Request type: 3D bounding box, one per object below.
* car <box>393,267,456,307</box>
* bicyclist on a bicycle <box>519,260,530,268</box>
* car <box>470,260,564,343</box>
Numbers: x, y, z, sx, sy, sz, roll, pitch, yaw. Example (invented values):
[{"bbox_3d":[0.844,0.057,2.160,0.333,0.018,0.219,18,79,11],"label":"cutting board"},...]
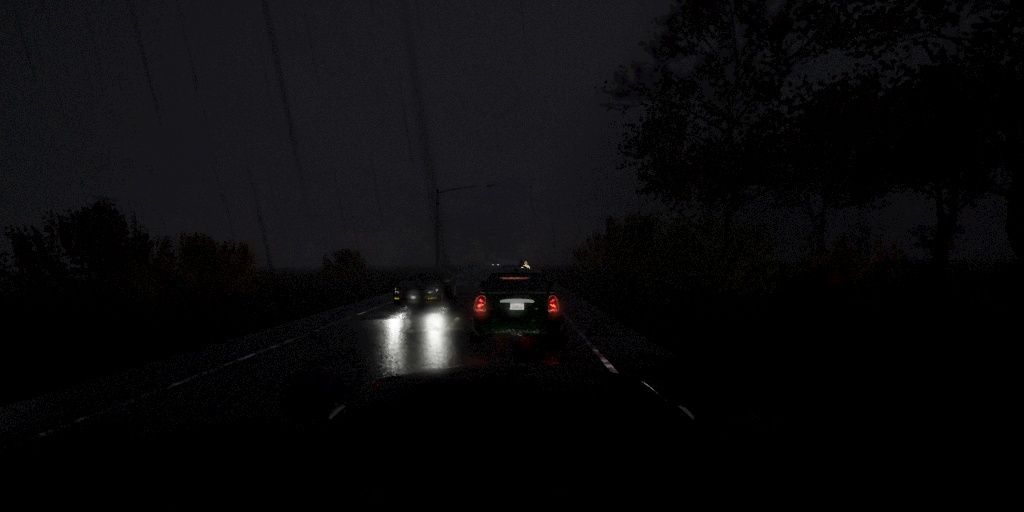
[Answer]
[{"bbox_3d":[-3.581,1.250,15.420,1.837,1.490,4.892,0,0,0],"label":"car"},{"bbox_3d":[0.977,1.177,25.610,0.866,1.612,1.509,0,0,1],"label":"bicyclist on a bicycle"},{"bbox_3d":[0.114,1.099,9.787,2.097,1.767,4.553,0,0,0],"label":"car"}]
